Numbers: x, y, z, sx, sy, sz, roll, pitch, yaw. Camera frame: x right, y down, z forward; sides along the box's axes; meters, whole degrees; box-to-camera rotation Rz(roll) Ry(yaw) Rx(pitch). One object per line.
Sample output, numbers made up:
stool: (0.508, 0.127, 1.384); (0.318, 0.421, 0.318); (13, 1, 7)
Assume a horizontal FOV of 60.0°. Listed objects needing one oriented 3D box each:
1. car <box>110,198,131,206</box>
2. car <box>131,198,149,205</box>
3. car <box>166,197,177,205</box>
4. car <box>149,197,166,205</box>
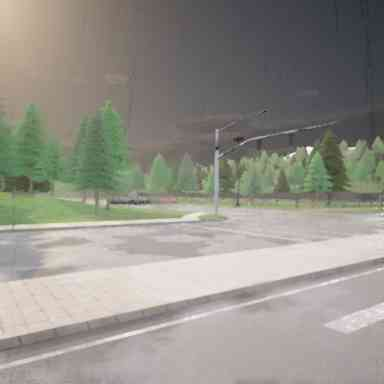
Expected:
car: (-13.920, 1.803, 62.485); (2.033, 1.411, 5.357); (1, 0, -34)
car: (-10.877, 1.839, 64.262); (2.033, 1.411, 5.357); (1, 0, -34)
car: (-4.853, 1.719, 67.896); (2.097, 1.767, 4.553); (1, -1, -35)
car: (-7.874, 1.874, 66.090); (2.033, 1.411, 5.357); (1, 0, -35)
